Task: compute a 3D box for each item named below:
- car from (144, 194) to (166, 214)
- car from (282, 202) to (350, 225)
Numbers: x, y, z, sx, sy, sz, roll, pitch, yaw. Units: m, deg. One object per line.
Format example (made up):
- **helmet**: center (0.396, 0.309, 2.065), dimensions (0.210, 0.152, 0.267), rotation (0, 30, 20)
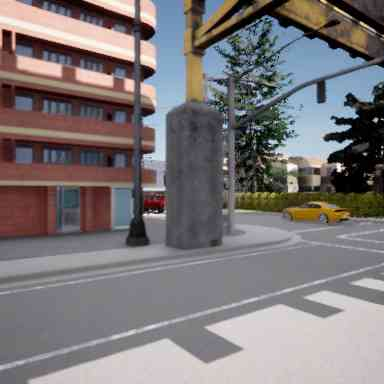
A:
- **car**: center (-3.355, 1.208, 35.407), dimensions (2.150, 2.045, 5.566), rotation (0, 0, -36)
- **car**: center (8.944, 1.460, 24.457), dimensions (1.882, 1.535, 5.008), rotation (0, 0, -34)
